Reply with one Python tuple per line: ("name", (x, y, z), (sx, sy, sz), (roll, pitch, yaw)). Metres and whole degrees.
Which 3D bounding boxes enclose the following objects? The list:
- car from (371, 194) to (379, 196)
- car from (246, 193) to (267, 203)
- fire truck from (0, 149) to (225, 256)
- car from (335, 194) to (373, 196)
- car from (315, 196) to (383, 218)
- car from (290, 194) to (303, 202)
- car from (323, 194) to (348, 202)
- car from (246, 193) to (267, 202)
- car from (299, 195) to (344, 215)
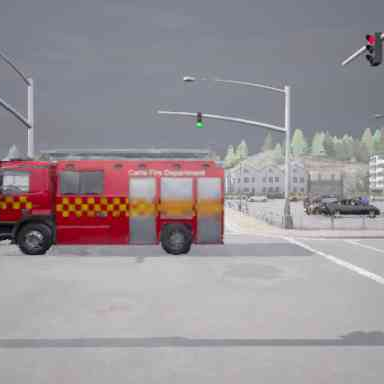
("car", (38.143, 1.230, 68.358), (3.806, 1.475, 1.970), (0, 0, -1))
("car", (12.627, 1.359, 64.868), (3.806, 1.475, 1.970), (0, 0, -1))
("fire truck", (-2.976, 0.342, 13.015), (8.468, 3.827, 2.891), (0, 0, -1))
("car", (20.504, 1.318, 42.510), (3.633, 1.501, 1.845), (0, 0, -1))
("car", (12.984, 1.339, 27.476), (4.514, 1.523, 2.007), (0, 0, -1))
("car", (21.105, 1.095, 64.964), (4.605, 1.855, 1.932), (0, 0, -1))
("car", (31.069, 1.296, 71.973), (4.514, 1.523, 2.007), (0, 0, -1))
("car", (13.215, 1.075, 68.197), (3.866, 1.878, 1.905), (0, 0, -1))
("car", (12.911, 1.329, 30.612), (5.027, 1.636, 2.152), (0, 0, -1))
